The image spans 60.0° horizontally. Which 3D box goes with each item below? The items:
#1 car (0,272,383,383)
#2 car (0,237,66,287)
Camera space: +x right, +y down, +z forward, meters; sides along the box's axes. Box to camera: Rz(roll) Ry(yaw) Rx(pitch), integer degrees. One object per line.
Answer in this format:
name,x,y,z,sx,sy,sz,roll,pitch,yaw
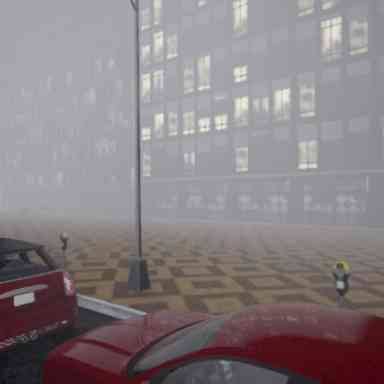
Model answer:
car,0.674,1.550,2.399,4.507,1.381,1.887,0,-1,36
car,-3.835,1.481,5.618,4.097,1.590,1.967,0,-1,36
